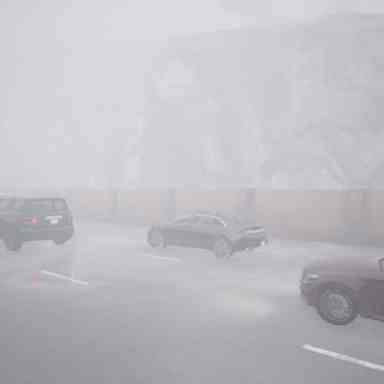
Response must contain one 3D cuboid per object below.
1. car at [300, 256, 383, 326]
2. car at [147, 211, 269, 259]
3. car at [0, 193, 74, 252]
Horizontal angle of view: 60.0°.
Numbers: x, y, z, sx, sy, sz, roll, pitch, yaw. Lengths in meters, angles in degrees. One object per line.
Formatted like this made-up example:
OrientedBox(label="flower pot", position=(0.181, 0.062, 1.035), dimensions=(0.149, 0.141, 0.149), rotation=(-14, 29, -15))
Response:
OrientedBox(label="car", position=(4.204, 1.548, 5.431), dimensions=(4.674, 1.442, 1.812), rotation=(0, 0, 35))
OrientedBox(label="car", position=(0.417, 1.476, 12.538), dimensions=(4.902, 1.511, 2.128), rotation=(1, 0, 37))
OrientedBox(label="car", position=(-7.210, 1.151, 13.880), dimensions=(5.566, 2.045, 2.150), rotation=(1, 0, 37))
